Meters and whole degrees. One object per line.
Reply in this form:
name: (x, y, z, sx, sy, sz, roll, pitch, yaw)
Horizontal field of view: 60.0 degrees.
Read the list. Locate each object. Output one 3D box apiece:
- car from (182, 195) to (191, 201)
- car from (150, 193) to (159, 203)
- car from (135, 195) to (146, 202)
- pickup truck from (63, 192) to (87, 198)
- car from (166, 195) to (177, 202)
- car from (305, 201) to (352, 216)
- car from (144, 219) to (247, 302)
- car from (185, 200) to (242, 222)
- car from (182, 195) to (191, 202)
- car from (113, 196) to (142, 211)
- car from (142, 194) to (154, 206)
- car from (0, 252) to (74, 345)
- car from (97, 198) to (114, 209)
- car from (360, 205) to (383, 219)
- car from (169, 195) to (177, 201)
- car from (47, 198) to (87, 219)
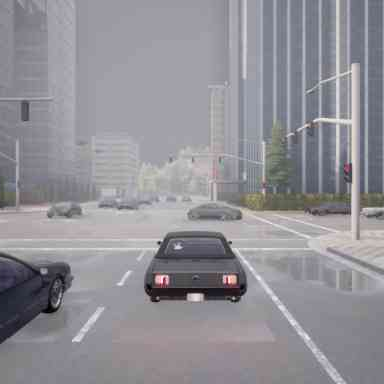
car: (-1.385, 1.540, 84.808, 2.033, 1.411, 5.357, 0, 0, -1)
car: (-8.165, 1.224, 70.563, 2.150, 2.045, 5.566, 0, 0, -1)
car: (-11.757, 1.492, 76.450, 1.994, 1.385, 4.181, 0, 0, -1)
pickup truck: (-24.768, 1.059, 69.244, 2.390, 2.098, 6.274, 0, 0, 30)
car: (-4.718, 1.500, 74.571, 1.837, 1.490, 4.892, 0, 0, -1)
car: (13.584, 1.547, 31.596, 5.357, 1.411, 2.033, 0, 0, -3)
car: (0.067, 1.601, 8.188, 1.895, 1.301, 4.718, 0, 0, 0)
car: (1.740, 1.564, 25.667, 4.181, 1.385, 1.994, 0, 0, 23)
car: (-1.228, 1.553, 75.033, 1.994, 1.385, 4.181, 0, 0, -1)
car: (-7.786, 1.547, 40.769, 2.033, 1.411, 5.357, 0, 0, -1)
car: (-8.032, 1.477, 56.680, 1.882, 1.535, 5.008, 0, 0, -1)
car: (-3.436, 1.547, 4.591, 2.033, 1.411, 5.357, 0, 0, 0)
car: (-11.372, 1.547, 45.437, 2.033, 1.411, 5.357, 0, 0, -1)
car: (16.939, 1.601, 28.089, 4.718, 1.301, 1.895, 0, 0, 0)
car: (-4.885, 1.524, 84.739, 1.812, 1.442, 4.674, 0, 0, -1)
car: (-11.020, 1.526, 29.086, 1.812, 1.442, 4.674, 0, 0, -1)
